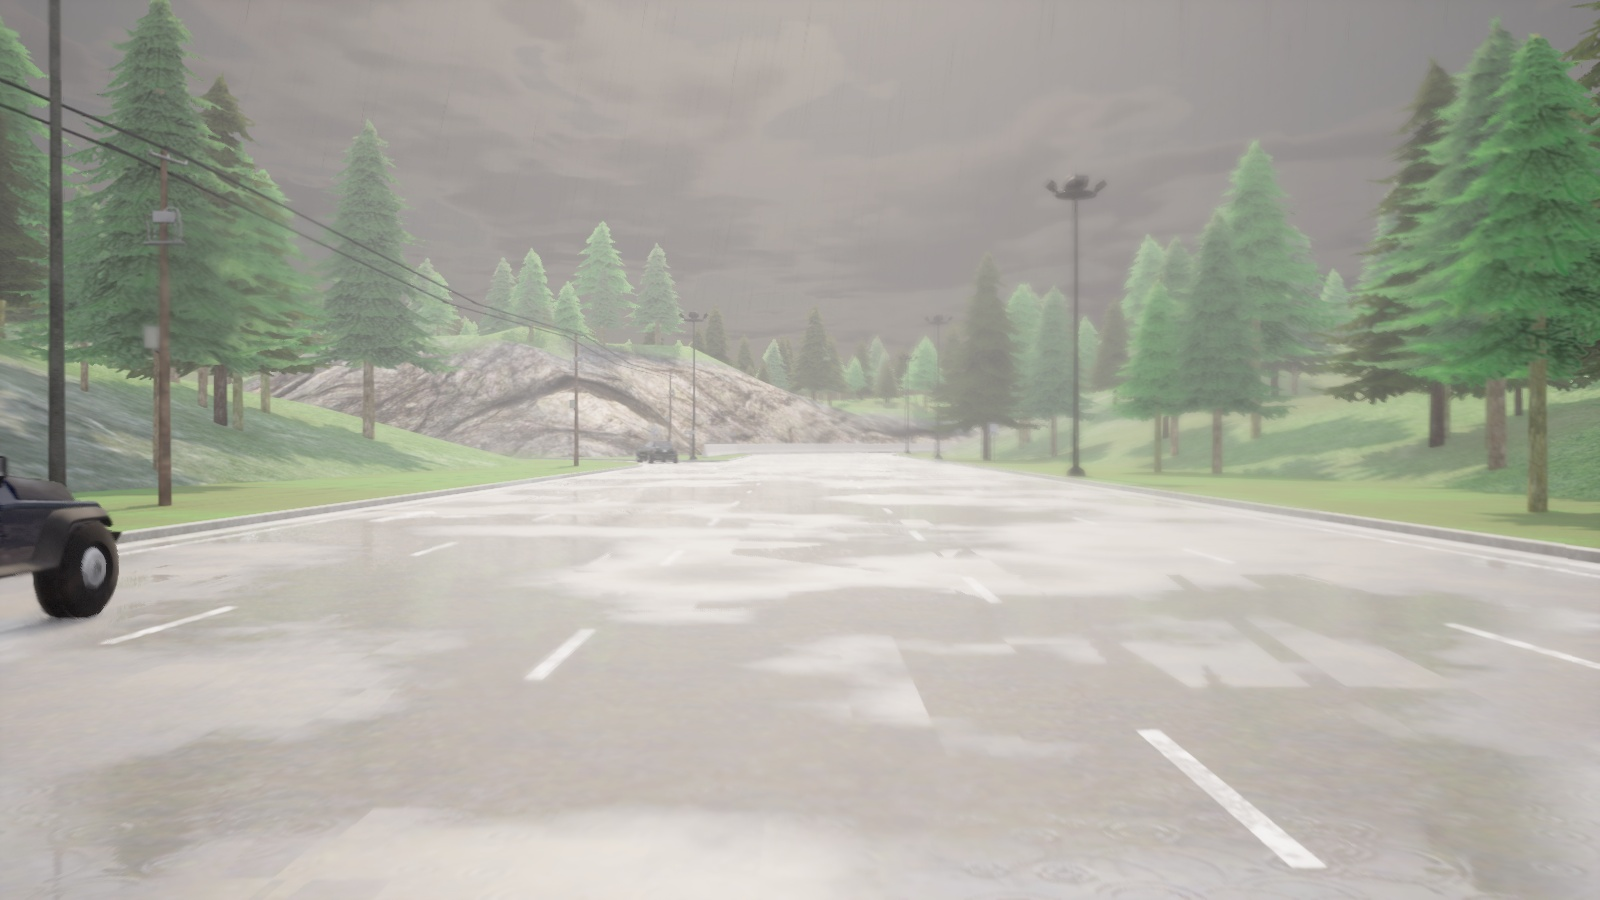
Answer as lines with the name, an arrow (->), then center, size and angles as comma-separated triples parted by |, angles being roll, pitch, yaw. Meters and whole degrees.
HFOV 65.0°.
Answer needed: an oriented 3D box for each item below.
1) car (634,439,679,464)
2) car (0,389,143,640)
car -> -10.525, 0.073, 91.863 | 2.097, 1.767, 4.553 | 0, 0, -23
car -> -6.931, 0.483, 9.469 | 1.905, 1.878, 3.866 | 0, 0, 0
